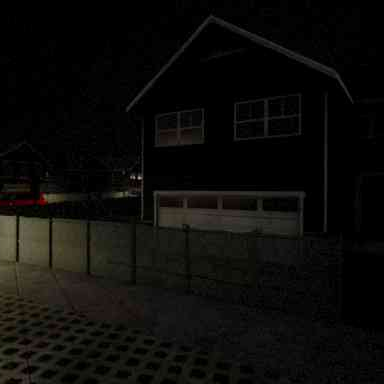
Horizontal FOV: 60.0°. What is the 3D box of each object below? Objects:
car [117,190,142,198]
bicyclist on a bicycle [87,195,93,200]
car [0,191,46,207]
[{"bbox_3d":[-7.081,0.737,40.962,2.150,2.045,5.566,0,1,22],"label":"car"},{"bbox_3d":[-7.784,1.047,25.400,1.656,1.620,0.582,0,1,27],"label":"bicyclist on a bicycle"},{"bbox_3d":[-14.106,0.961,25.930,2.150,2.045,5.566,0,1,26],"label":"car"}]
